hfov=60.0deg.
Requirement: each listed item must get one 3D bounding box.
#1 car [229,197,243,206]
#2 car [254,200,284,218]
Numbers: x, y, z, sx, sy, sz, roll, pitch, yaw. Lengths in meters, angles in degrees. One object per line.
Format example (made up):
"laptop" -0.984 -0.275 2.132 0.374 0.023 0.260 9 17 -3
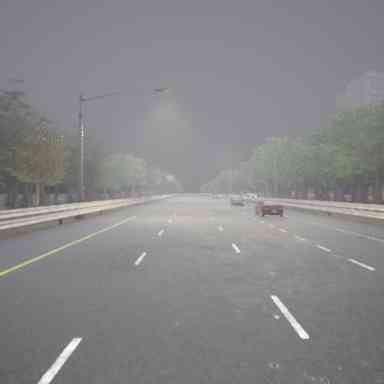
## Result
"car" 7.159 1.584 54.299 2.033 1.411 5.357 0 0 0
"car" 7.056 1.497 30.892 1.882 1.535 5.008 0 0 0
